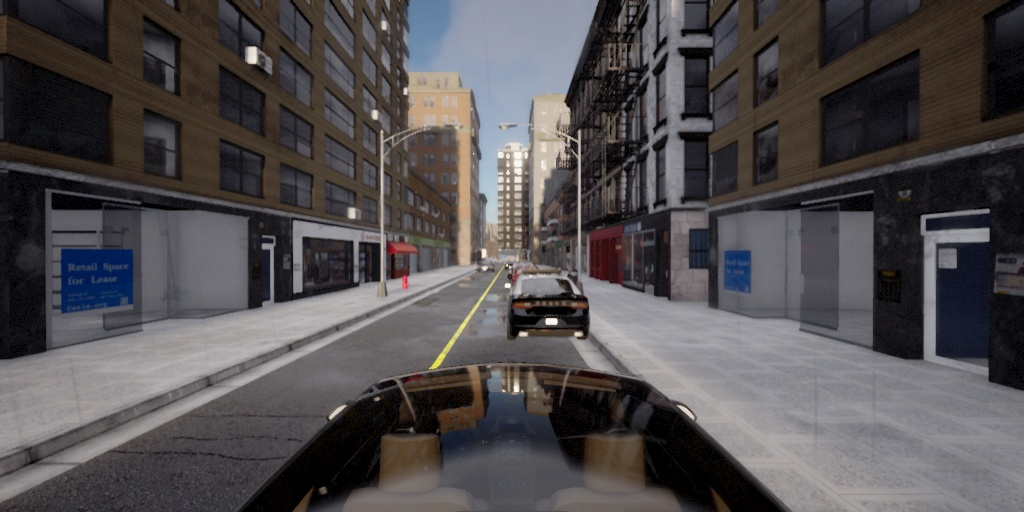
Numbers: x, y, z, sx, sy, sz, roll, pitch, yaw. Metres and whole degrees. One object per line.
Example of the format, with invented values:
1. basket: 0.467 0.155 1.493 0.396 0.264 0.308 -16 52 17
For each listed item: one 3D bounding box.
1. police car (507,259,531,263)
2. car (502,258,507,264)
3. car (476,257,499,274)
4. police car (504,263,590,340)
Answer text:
1. police car: 0.804 1.108 26.033 1.930 1.638 5.238 0 0 0
2. car: 0.003 1.225 47.863 1.895 1.301 4.718 0 0 1
3. car: -2.881 1.136 40.224 2.128 1.511 4.902 0 0 0
4. police car: 0.819 1.153 10.033 1.930 1.638 5.238 0 0 0
